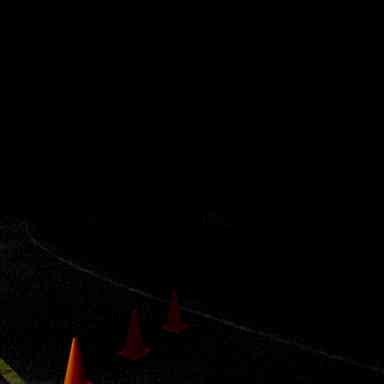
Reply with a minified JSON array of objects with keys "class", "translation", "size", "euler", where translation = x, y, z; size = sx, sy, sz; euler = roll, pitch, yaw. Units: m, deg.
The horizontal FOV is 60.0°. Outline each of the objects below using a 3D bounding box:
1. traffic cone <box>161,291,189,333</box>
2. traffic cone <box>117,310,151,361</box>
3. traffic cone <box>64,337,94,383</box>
[{"class":"traffic cone","translation":[-0.281,1.931,5.464],"size":[0.340,0.580,0.340],"euler":[1,1,31]},{"class":"traffic cone","translation":[-0.800,1.938,4.613],"size":[0.340,0.580,0.340],"euler":[1,1,31]},{"class":"traffic cone","translation":[-1.318,1.945,3.762],"size":[0.340,0.580,0.340],"euler":[1,1,31]}]
